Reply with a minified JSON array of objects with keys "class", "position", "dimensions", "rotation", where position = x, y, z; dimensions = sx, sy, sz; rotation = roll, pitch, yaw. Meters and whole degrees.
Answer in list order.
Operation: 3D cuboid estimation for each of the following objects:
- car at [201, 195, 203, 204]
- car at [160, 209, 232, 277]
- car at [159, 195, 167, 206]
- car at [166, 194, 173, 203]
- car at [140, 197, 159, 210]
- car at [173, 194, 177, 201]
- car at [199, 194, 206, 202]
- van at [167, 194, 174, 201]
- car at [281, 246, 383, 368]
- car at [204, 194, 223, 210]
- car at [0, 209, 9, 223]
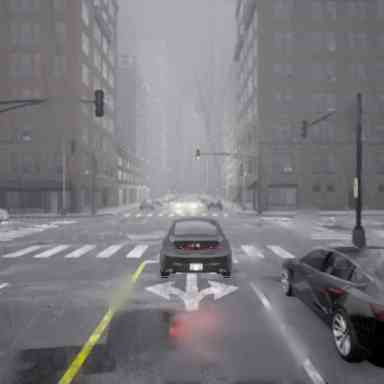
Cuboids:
[{"class":"car","position":[2.895,1.557,53.608],"dimensions":[2.008,1.369,4.403],"rotation":[0,0,0]},{"class":"car","position":[0.097,1.496,10.156],"dimensions":[1.837,1.490,4.892],"rotation":[0,0,0]},{"class":"car","position":[-5.629,1.557,53.617],"dimensions":[2.008,1.369,4.403],"rotation":[0,0,0]},{"class":"car","position":[-5.605,1.561,69.673],"dimensions":[1.752,1.417,4.829],"rotation":[0,0,0]},{"class":"car","position":[-5.647,1.578,42.801],"dimensions":[1.802,1.307,4.206],"rotation":[0,0,0]},{"class":"car","position":[-5.589,1.382,80.661],"dimensions":[2.192,1.841,5.009],"rotation":[0,0,0]},{"class":"car","position":[2.911,1.465,64.426],"dimensions":[1.967,1.590,4.097],"rotation":[0,0,0]},{"class":"van","position":[-5.581,1.427,86.069],"dimensions":[1.690,1.788,3.998],"rotation":[0,0,0]},{"class":"car","position":[2.854,1.561,5.700],"dimensions":[1.947,1.339,4.313],"rotation":[0,0,0]},{"class":"car","position":[2.878,1.436,42.790],"dimensions":[1.967,1.590,4.097],"rotation":[0,0,0]},{"class":"car","position":[-16.001,1.684,24.464],"dimensions":[4.674,1.442,1.812],"rotation":[0,0,1]}]
